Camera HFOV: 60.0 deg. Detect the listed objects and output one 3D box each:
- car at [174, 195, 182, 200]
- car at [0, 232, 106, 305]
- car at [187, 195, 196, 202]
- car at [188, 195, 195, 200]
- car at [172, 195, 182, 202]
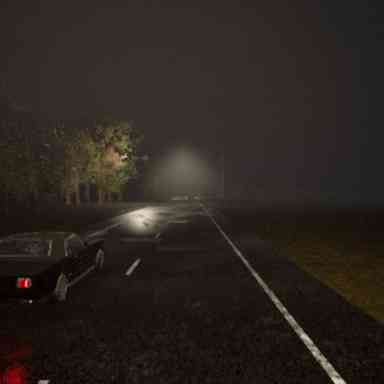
[{"bbox_3d":[-3.706,1.470,88.864,2.033,1.411,5.357,0,0,0],"label":"car"},{"bbox_3d":[-3.521,1.623,8.057,1.895,1.301,4.718,0,0,0],"label":"car"},{"bbox_3d":[-0.183,1.558,78.831,1.812,1.442,4.674,0,0,0],"label":"car"},{"bbox_3d":[-0.207,1.440,88.871,1.812,1.442,4.674,0,0,0],"label":"car"},{"bbox_3d":[-3.682,1.644,78.886,1.895,1.301,4.718,0,0,0],"label":"car"}]
